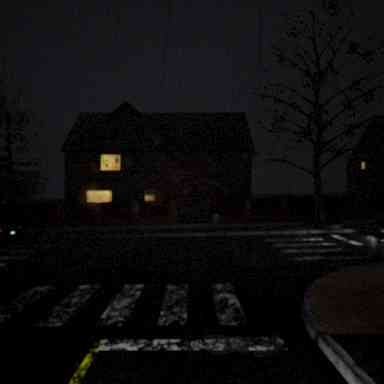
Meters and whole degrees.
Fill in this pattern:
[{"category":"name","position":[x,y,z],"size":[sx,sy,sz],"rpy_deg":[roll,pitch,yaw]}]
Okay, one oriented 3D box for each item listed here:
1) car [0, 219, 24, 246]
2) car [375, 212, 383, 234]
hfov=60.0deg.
[{"category":"car","position":[-9.374,1.690,13.900],"size":[4.181,1.385,1.994],"rpy_deg":[-1,1,7]},{"category":"car","position":[10.318,1.012,14.111],"size":[4.553,1.767,2.097],"rpy_deg":[-1,1,0]}]
